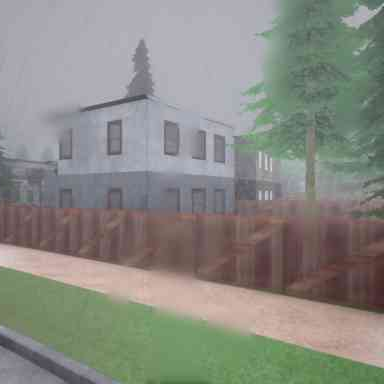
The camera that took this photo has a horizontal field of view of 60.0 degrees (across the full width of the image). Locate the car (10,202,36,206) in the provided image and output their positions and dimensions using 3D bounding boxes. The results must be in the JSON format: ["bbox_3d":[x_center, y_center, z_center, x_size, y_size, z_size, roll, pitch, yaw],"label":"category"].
[{"bbox_3d":[-15.363,1.582,29.328,1.895,1.301,4.718,0,0,28],"label":"car"}]
